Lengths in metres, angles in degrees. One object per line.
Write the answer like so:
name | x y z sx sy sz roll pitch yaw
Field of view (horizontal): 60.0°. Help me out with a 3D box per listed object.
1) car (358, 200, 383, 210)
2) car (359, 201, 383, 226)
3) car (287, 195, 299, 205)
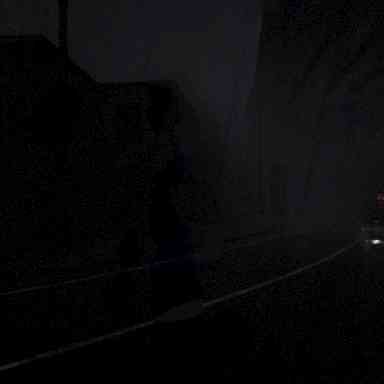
car | 19.663 1.543 35.596 2.033 1.411 5.357 -1 0 6
car | 12.894 1.511 22.492 1.994 1.385 4.181 0 0 20
car | 18.711 1.834 64.200 1.895 1.301 4.718 -1 0 6
